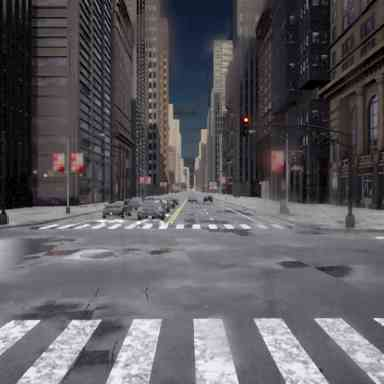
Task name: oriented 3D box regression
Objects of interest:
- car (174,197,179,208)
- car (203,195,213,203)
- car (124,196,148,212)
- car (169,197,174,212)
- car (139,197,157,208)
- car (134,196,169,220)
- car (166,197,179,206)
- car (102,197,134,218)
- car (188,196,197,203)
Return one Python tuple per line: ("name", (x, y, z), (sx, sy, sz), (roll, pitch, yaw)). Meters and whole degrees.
("car", (-3.340, 1.535, 46.496), (1.994, 1.385, 4.181), (0, 0, 0))
("car", (3.348, 1.432, 69.916), (1.837, 1.490, 4.892), (0, 0, 0))
("car", (-6.598, 1.329, 39.744), (2.097, 1.767, 4.553), (0, 0, 0))
("car", (-3.352, 1.506, 36.473), (1.812, 1.442, 4.674), (0, 0, 0))
("car", (-6.590, 1.514, 50.041), (2.033, 1.411, 5.357), (0, 0, 0))
("car", (-3.291, 1.339, 27.689), (2.097, 1.767, 4.553), (0, 0, -2))
("car", (-3.315, 1.558, 56.513), (1.895, 1.301, 4.718), (0, 0, 0))
("car", (-6.601, 1.490, 29.590), (1.837, 1.490, 4.892), (0, 0, 0))
("car", (0.098, 1.474, 69.828), (2.033, 1.411, 5.357), (0, 0, 0))
